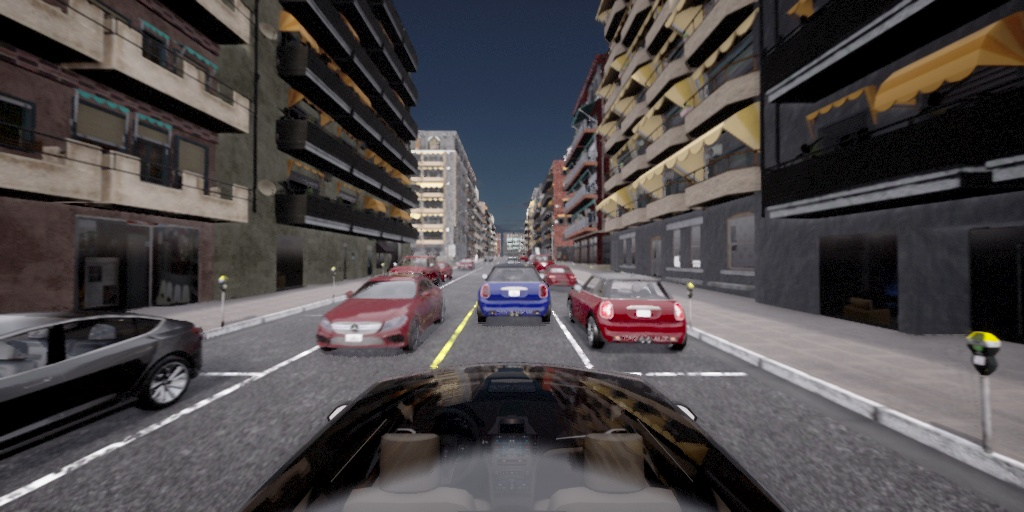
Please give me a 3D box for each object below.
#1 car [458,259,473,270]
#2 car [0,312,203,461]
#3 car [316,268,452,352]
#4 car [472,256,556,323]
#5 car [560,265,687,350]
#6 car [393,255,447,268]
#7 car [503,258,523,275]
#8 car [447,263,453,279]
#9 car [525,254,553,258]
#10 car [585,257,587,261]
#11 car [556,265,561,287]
[{"bbox_3d":[-5.314,0.961,42.132,1.802,1.307,4.207,0,0,0],"label":"car"},{"bbox_3d":[-5.314,1.298,3.420,1.948,1.339,4.313,0,0,0],"label":"car"},{"bbox_3d":[-2.861,1.203,8.826,1.812,1.442,4.674,0,1,0],"label":"car"},{"bbox_3d":[0.044,0.999,11.821,2.097,1.767,4.553,0,1,0],"label":"car"},{"bbox_3d":[2.534,1.116,8.891,1.967,1.591,4.097,0,0,0],"label":"car"},{"bbox_3d":[-5.314,0.884,20.008,2.192,1.841,5.009,0,0,0],"label":"car"},{"bbox_3d":[0.101,0.963,34.900,1.812,1.442,4.674,0,1,0],"label":"car"},{"bbox_3d":[-5.314,1.064,25.539,1.888,1.381,4.507,0,0,0],"label":"car"},{"bbox_3d":[2.534,0.786,31.015,2.192,1.841,5.009,0,0,0],"label":"car"},{"bbox_3d":[13.746,0.668,59.962,4.403,1.370,2.007,0,0,0],"label":"car"},{"bbox_3d":[2.534,1.152,19.953,1.802,1.307,4.207,0,0,0],"label":"car"}]
